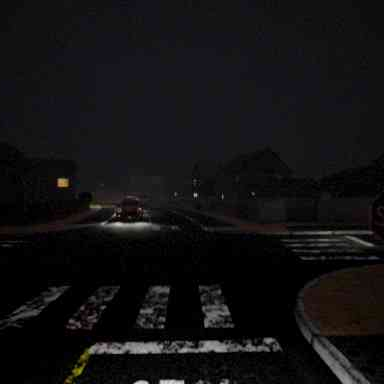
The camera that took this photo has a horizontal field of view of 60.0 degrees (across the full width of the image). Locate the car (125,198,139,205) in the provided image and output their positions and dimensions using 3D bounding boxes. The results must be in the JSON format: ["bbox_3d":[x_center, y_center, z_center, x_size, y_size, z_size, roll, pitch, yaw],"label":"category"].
[{"bbox_3d":[-12.283,1.916,68.103,1.994,1.385,4.181,0,0,-20],"label":"car"}]

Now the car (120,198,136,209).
[{"bbox_3d":[-9.798,1.718,50.526,2.128,1.511,4.902,0,0,-15],"label":"car"}]

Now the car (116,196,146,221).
[{"bbox_3d":[-5.167,1.429,27.975,2.097,1.767,4.553,0,0,-8],"label":"car"}]

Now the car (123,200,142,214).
[{"bbox_3d":[-6.933,1.687,38.275,2.033,1.411,5.357,0,0,-11],"label":"car"}]

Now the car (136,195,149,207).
[{"bbox_3d":[-8.970,1.486,58.147,2.150,2.045,5.566,0,0,-18],"label":"car"}]
